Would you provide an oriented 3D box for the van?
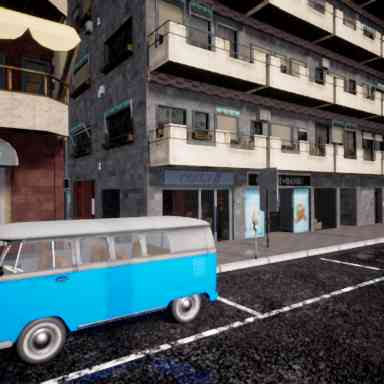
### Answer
[{"bbox_3d":[-1.440,1.341,5.545,3.998,1.788,1.690,0,0,-36],"label":"van"}]
